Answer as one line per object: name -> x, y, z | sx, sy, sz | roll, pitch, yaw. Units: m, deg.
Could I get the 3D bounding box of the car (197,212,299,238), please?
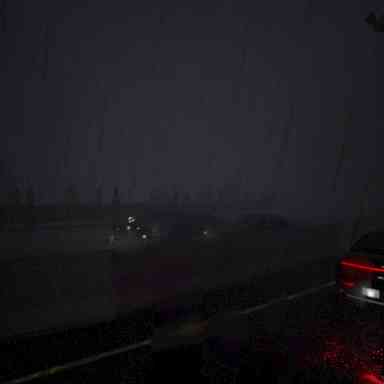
car -> 2.967, 1.687, 15.238 | 5.357, 1.411, 2.033 | 1, -1, -43

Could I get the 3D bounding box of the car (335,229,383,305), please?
car -> 5.074, 1.595, 7.581 | 4.892, 1.490, 1.837 | 1, 0, -40

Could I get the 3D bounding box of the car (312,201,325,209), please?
car -> 21.265, 2.135, 56.020 | 1.994, 1.385, 4.181 | 0, 0, 20

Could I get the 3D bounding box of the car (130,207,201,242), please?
car -> -0.209, 1.684, 17.061 | 5.357, 1.411, 2.033 | 1, -1, -42

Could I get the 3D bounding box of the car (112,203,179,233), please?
car -> -2.446, 1.499, 19.868 | 4.553, 1.767, 2.097 | 1, -1, -43

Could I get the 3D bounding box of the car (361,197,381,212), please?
car -> 25.640, 1.752, 47.748 | 2.150, 2.045, 5.566 | 0, 0, 23

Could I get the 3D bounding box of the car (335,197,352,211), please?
car -> 23.275, 1.765, 51.199 | 2.150, 2.045, 5.566 | 0, 0, 22
